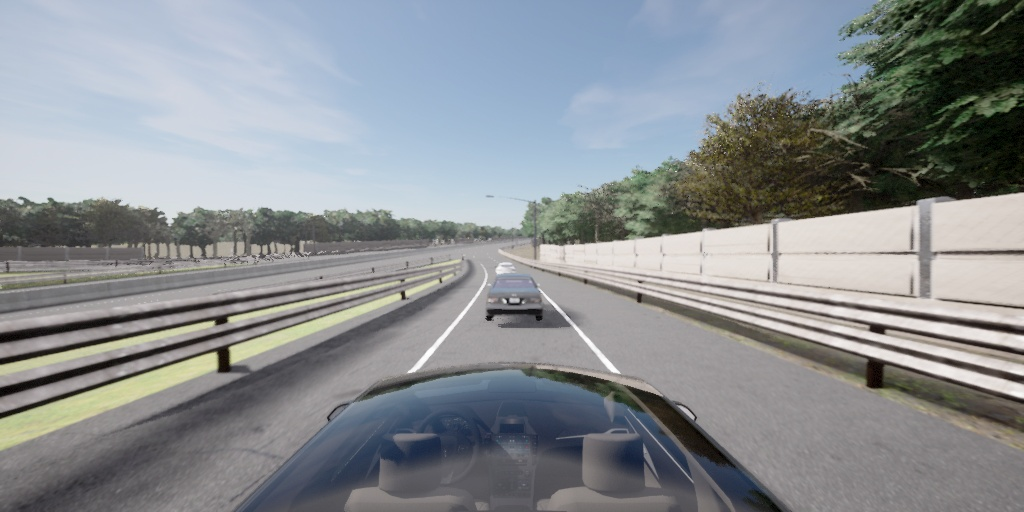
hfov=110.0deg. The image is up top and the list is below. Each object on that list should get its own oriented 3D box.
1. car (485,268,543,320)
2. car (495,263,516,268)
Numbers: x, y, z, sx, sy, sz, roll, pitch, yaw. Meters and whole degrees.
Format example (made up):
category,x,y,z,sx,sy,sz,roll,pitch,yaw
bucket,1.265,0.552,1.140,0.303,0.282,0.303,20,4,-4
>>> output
category,x,y,z,sx,sy,sz,roll,pitch,yaw
car,0.060,1.321,12.764,2.033,1.411,5.357,0,0,0
car,-0.550,1.339,32.406,1.812,1.442,4.674,0,0,-3
